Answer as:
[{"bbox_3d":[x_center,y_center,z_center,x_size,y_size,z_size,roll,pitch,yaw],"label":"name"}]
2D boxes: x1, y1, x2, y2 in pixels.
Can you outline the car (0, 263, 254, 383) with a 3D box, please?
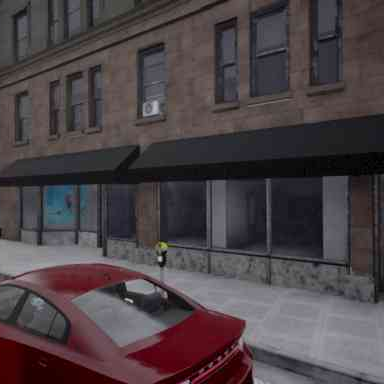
[{"bbox_3d":[-1.519,1.545,3.932,4.507,1.381,1.887,0,0,35],"label":"car"}]
